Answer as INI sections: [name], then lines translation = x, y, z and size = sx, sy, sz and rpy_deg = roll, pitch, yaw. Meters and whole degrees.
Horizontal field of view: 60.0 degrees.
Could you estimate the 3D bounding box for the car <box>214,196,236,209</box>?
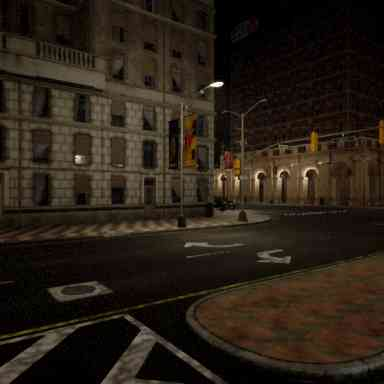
[car]
translation = 3.735, 1.352, 43.649
size = 2.097, 1.767, 4.553
rpy_deg = 0, 0, -36
